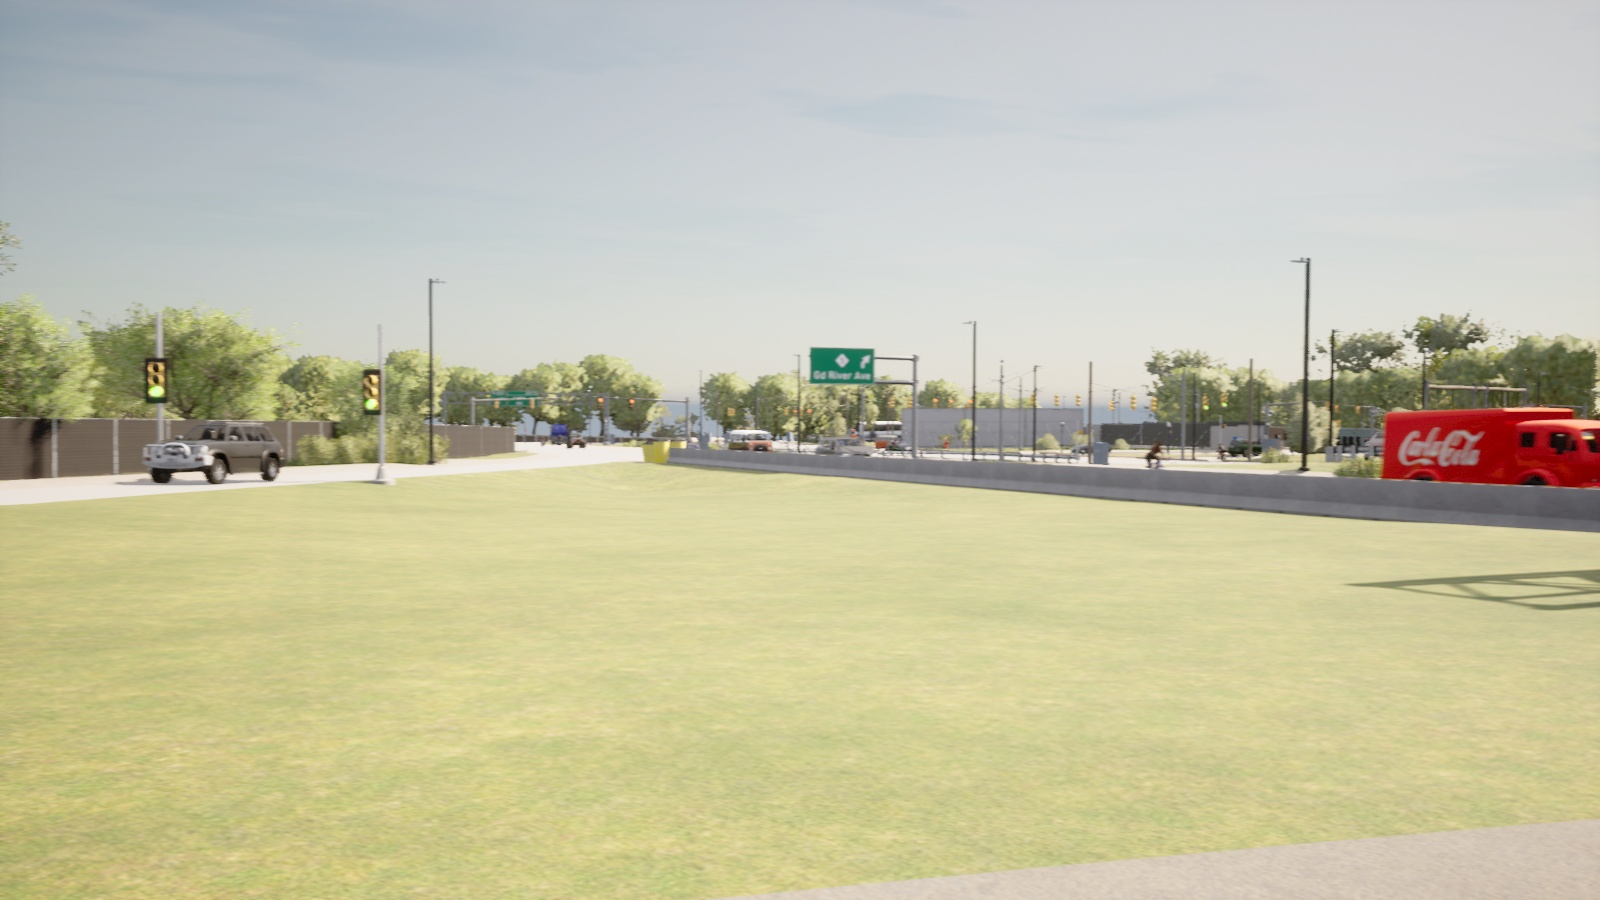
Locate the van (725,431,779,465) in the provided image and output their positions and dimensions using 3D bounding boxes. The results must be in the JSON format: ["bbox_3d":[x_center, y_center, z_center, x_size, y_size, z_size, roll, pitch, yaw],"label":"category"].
[{"bbox_3d":[-3.065,-0.164,79.593,2.069,2.038,4.480,-2,1,-20],"label":"van"}]

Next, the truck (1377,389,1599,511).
[{"bbox_3d":[16.061,-0.043,28.256,2.627,2.467,5.204,-2,1,-20],"label":"truck"}]

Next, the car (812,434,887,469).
[{"bbox_3d":[2.505,0.061,64.660,2.242,1.667,4.611,-2,1,-20],"label":"car"}]

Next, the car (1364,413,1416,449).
[{"bbox_3d":[29.249,-0.902,62.157,2.152,1.651,5.027,0,0,27],"label":"car"}]

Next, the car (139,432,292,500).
[{"bbox_3d":[-17.108,0.421,37.033,1.932,1.855,4.605,-1,0,7],"label":"car"}]
